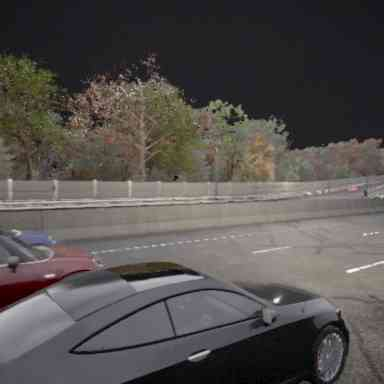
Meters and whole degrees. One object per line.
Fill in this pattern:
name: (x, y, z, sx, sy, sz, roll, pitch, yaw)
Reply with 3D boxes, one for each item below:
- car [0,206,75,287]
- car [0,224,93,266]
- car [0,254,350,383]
car: (-5.580, 1.351, 8.365, 4.553, 1.767, 2.097, -1, 0, -35)
car: (-3.570, 1.351, 5.499, 4.553, 1.767, 2.097, -1, 0, -35)
car: (-0.218, 1.510, 3.595, 4.674, 1.442, 1.812, -1, 0, -35)
